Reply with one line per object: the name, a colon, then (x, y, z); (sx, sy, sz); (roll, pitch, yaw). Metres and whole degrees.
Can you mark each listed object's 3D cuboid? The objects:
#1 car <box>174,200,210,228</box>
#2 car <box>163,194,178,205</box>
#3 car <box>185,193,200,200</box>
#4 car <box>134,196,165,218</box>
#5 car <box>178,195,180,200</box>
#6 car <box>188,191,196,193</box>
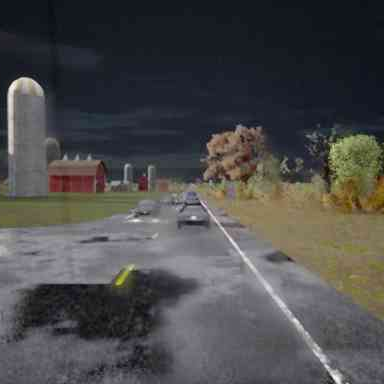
car: (0.102, 1.417, 20.743); (1.994, 1.385, 4.181); (0, 0, 0)
car: (-3.570, 1.147, 48.799); (2.128, 1.511, 4.902); (0, 0, 0)
car: (0.100, 1.199, 41.220); (2.128, 1.511, 4.902); (0, 0, 0)
car: (-3.600, 1.310, 27.535); (1.837, 1.490, 4.892); (0, 0, 0)
car: (-3.502, 1.058, 66.084); (1.812, 1.442, 4.674); (0, 0, 0)
car: (-0.002, 0.711, 71.948); (2.150, 2.045, 5.566); (0, 0, 0)
